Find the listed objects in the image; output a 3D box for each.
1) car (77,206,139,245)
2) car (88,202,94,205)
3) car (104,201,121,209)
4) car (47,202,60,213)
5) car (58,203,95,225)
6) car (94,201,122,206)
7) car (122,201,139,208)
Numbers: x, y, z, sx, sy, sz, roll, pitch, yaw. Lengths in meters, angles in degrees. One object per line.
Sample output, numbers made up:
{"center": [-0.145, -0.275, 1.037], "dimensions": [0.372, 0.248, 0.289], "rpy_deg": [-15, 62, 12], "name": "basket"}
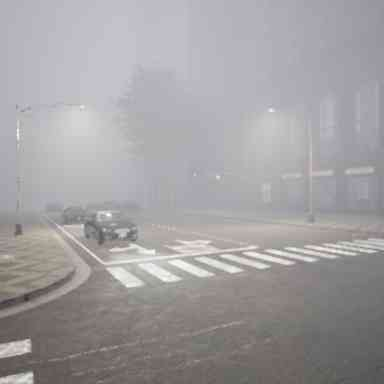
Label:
{"center": [-4.236, 1.703, 17.020], "dimensions": [2.128, 1.511, 4.902], "rpy_deg": [-1, 0, -28], "name": "car"}
{"center": [-16.541, 2.286, 55.862], "dimensions": [1.895, 1.301, 4.718], "rpy_deg": [-1, 0, -27], "name": "car"}
{"center": [-13.832, 2.259, 57.705], "dimensions": [1.895, 1.301, 4.718], "rpy_deg": [-1, 0, -27], "name": "car"}
{"center": [-19.469, 2.145, 47.255], "dimensions": [1.882, 1.535, 5.008], "rpy_deg": [-1, -1, -27], "name": "car"}
{"center": [-9.874, 1.942, 28.155], "dimensions": [1.994, 1.385, 4.181], "rpy_deg": [-1, 0, -27], "name": "car"}
{"center": [-11.801, 2.035, 46.617], "dimensions": [2.128, 1.511, 4.902], "rpy_deg": [-1, 0, -26], "name": "car"}
{"center": [-9.154, 1.995, 48.549], "dimensions": [1.882, 1.535, 5.008], "rpy_deg": [-1, 0, -26], "name": "car"}
